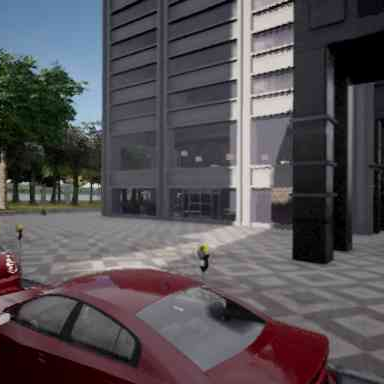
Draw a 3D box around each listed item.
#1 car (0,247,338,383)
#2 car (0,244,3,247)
[{"bbox_3d":[-0.879,1.534,3.590,4.507,1.381,1.887,0,0,36],"label":"car"},{"bbox_3d":[-5.305,1.409,6.748,4.097,1.590,1.967,0,0,36],"label":"car"}]
